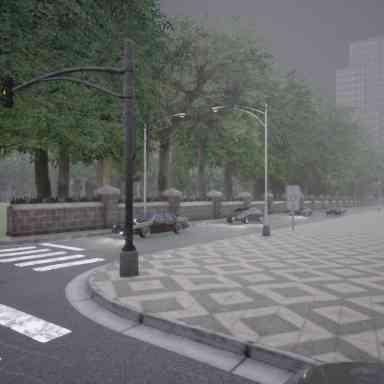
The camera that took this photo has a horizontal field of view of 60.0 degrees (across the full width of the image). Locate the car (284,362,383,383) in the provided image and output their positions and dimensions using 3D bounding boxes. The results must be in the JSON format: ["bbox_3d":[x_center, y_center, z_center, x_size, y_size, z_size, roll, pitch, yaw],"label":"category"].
[{"bbox_3d":[2.349,1.551,1.283,4.403,1.369,2.008,0,0,36],"label":"car"}]

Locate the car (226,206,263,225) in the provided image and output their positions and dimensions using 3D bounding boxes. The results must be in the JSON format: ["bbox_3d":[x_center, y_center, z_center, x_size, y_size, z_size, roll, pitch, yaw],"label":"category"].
[{"bbox_3d":[4.878,2.101,30.329,1.837,1.490,4.892,0,-1,35],"label":"car"}]

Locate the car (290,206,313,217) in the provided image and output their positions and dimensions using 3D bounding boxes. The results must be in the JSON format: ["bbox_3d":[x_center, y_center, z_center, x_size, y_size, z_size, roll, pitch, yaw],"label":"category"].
[{"bbox_3d":[14.329,2.504,43.578,1.994,1.385,4.181,0,-1,36],"label":"car"}]

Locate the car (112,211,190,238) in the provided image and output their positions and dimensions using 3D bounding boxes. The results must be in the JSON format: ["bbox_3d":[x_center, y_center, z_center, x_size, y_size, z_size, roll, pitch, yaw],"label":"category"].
[{"bbox_3d":[-2.293,1.888,20.218,2.033,1.411,5.357,0,-1,35],"label":"car"}]

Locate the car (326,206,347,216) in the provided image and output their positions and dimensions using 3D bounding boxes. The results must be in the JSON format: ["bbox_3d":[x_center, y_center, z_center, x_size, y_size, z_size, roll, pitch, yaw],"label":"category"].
[{"bbox_3d":[20.276,2.661,46.529,1.895,1.301,4.718,0,-1,35],"label":"car"}]
